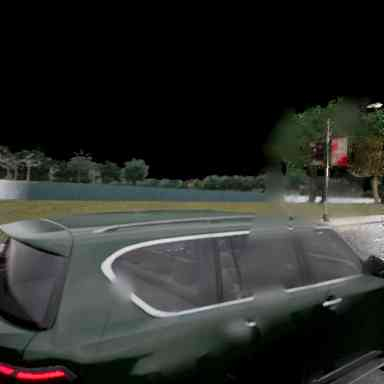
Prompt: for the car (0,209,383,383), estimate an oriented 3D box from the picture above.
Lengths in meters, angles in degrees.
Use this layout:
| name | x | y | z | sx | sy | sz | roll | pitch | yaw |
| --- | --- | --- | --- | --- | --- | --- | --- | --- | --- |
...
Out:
| name | x | y | z | sx | sy | sz | roll | pitch | yaw |
| --- | --- | --- | --- | --- | --- | --- | --- | --- | --- |
| car | 0.613 | 1.230 | 3.875 | 5.566 | 2.045 | 2.150 | 0 | 0 | -36 |
